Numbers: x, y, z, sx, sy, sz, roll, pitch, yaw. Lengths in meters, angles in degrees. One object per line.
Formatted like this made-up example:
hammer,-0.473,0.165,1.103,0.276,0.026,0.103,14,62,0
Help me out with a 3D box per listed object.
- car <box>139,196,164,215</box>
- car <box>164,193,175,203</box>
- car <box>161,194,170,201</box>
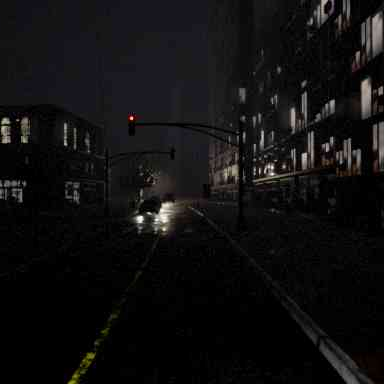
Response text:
car,-4.277,1.473,34.137,1.882,1.535,5.008,0,0,-1
car,-4.826,1.208,69.158,2.150,2.045,5.566,0,0,-8
car,-6.368,1.335,79.426,1.812,1.442,4.674,0,0,-10
